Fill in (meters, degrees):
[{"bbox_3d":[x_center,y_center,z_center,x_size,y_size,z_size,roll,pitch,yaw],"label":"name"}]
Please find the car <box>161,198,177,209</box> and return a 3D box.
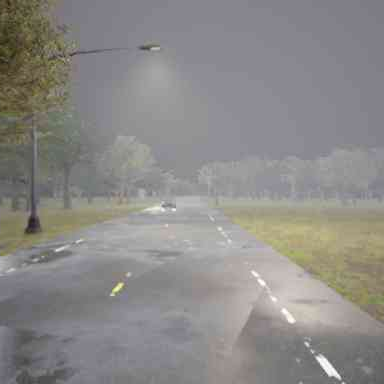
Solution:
[{"bbox_3d":[-3.545,1.658,51.798,2.097,1.767,4.553,0,-1,0],"label":"car"}]
